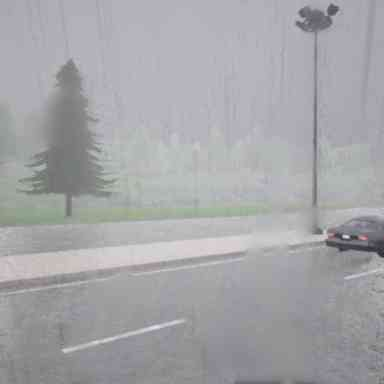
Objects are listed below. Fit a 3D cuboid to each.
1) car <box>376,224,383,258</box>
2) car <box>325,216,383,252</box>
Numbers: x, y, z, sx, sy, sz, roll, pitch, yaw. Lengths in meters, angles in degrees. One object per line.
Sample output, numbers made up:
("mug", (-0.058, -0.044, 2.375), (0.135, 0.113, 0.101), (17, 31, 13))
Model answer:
("car", (7.108, 1.617, 8.818), (4.892, 1.490, 1.837), (1, 0, -36))
("car", (7.603, 1.691, 13.470), (5.357, 1.411, 2.033), (1, 0, -35))
